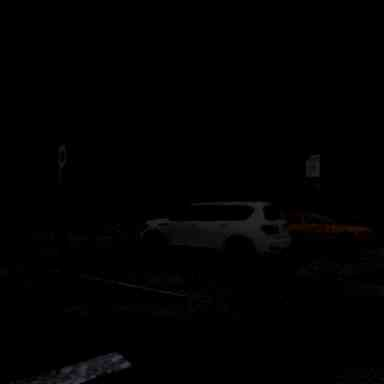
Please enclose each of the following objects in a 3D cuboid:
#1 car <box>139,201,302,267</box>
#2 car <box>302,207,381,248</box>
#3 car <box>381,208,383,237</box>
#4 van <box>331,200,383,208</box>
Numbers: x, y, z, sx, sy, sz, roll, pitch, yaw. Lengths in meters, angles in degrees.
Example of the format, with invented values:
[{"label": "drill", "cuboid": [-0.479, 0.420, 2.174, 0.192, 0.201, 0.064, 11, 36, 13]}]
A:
[{"label": "car", "cuboid": [0.703, 1.337, 11.966, 5.566, 2.045, 2.435, -1, -1, 32]}, {"label": "car", "cuboid": [5.610, 1.633, 15.579, 5.366, 1.575, 1.946, -1, -2, 32]}, {"label": "car", "cuboid": [7.811, 1.705, 17.539, 4.674, 1.452, 2.002, -1, -2, 32]}, {"label": "van", "cuboid": [10.072, 1.466, 19.451, 4.442, 1.987, 1.878, -1, -1, 32]}]
